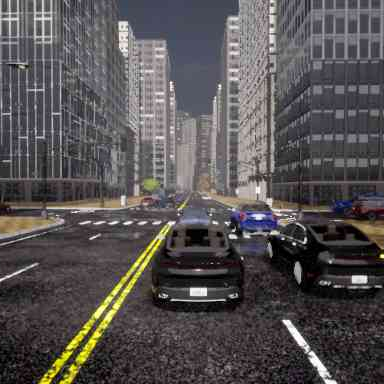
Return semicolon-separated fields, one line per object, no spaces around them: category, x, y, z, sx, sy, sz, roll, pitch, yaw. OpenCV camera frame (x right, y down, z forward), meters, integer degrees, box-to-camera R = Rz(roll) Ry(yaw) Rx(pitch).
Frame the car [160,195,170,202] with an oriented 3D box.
car;-6.288;1.453;77.913;1.812;1.442;4.674;0;0;0

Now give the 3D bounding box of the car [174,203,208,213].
car;0.150;1.538;18.384;2.033;1.411;5.357;0;0;0

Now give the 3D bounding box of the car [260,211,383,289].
car;3.375;1.501;9.106;1.837;1.490;4.892;0;0;0

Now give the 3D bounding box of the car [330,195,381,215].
car;17.298;1.341;34.254;5.566;2.045;2.150;1;1;2

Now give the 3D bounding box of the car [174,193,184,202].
car;-3.038;1.154;77.873;2.150;2.045;5.566;0;0;0

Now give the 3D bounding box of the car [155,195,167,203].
car;-6.334;1.420;67.643;1.882;1.535;5.008;0;0;0

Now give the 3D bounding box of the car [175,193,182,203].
car;-3.177;1.460;57.600;1.837;1.490;4.892;0;0;0

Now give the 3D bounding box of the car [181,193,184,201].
car;-3.090;1.468;67.421;1.812;1.442;4.674;0;0;1

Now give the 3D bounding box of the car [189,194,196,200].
car;0.246;1.387;90.165;1.882;1.535;5.008;0;0;0

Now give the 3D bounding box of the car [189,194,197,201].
car;0.219;1.449;80.171;1.812;1.442;4.674;0;0;0

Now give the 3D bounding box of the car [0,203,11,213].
car;-20.027;1.315;31.783;5.008;1.535;1.882;1;1;1

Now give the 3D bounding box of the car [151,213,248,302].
car;0.120;1.501;8.245;1.837;1.490;4.892;0;0;0

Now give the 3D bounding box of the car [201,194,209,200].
car;3.497;1.408;90.808;1.837;1.490;4.892;0;0;0

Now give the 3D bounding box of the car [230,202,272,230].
car;3.401;1.341;19.048;2.097;1.767;4.553;0;0;0

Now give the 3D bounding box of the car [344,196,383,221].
car;16.278;1.519;28.496;5.009;1.841;2.192;1;0;1

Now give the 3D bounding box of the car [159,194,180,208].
car;-3.209;1.471;48.261;1.837;1.490;4.892;0;0;0

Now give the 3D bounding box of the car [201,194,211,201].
car;3.471;1.519;80.874;1.895;1.301;4.718;0;0;0

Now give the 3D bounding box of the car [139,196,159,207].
car;-6.454;1.491;49.034;1.812;1.442;4.674;0;0;2

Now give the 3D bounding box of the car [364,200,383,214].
car;21.909;1.643;36.767;4.829;1.417;1.752;1;0;1
